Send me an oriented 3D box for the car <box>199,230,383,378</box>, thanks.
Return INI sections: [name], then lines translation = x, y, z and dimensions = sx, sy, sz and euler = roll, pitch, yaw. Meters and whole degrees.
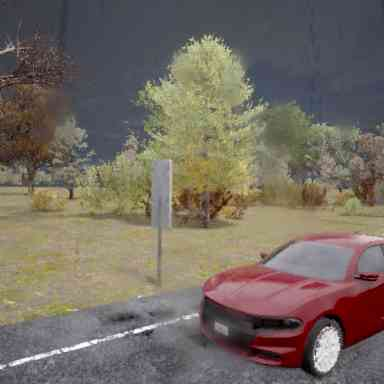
[car]
translation = 2.410, 1.478, 5.699
dimensions = 5.008, 1.535, 1.882
euler = 0, 0, -35
